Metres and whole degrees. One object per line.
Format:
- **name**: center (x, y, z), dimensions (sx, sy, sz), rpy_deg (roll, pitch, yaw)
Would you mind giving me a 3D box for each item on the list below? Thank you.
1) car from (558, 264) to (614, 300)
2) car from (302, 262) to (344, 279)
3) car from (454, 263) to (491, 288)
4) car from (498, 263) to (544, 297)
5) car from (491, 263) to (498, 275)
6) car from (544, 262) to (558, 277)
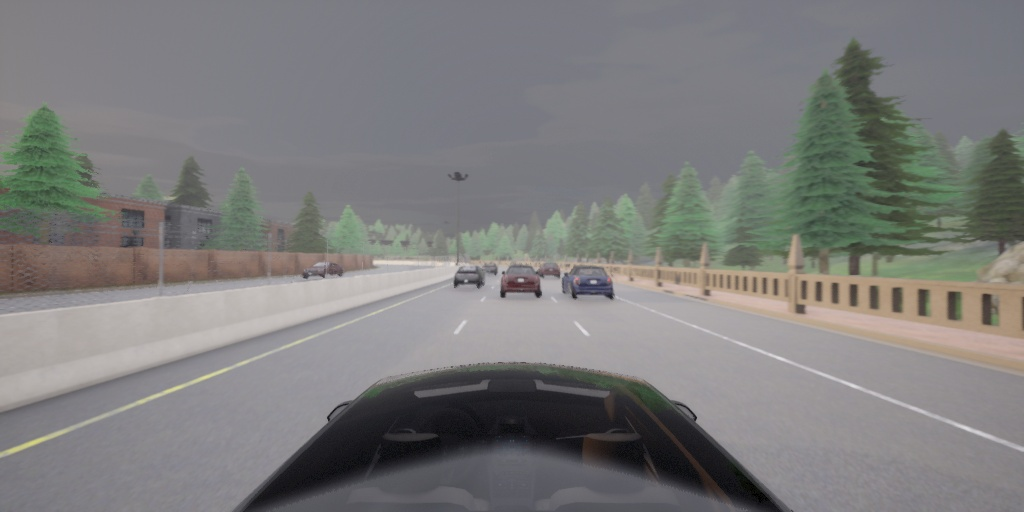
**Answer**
- **car**: center (3.968, 1.302, 19.476), dimensions (2.097, 1.767, 4.553), rpy_deg (0, -1, 1)
- **car**: center (-16.991, 1.244, 32.583), dimensions (1.812, 1.442, 4.674), rpy_deg (0, -1, 1)
- **car**: center (-2.965, 1.450, 25.806), dimensions (2.128, 1.511, 4.902), rpy_deg (0, 0, 1)
- **car**: center (0.477, 1.284, 20.404), dimensions (2.097, 1.767, 4.553), rpy_deg (0, -1, 1)
- **car**: center (-2.800, 1.646, 46.246), dimensions (2.128, 1.511, 4.902), rpy_deg (1, 0, -1)
- **car**: center (4.185, 1.503, 40.349), dimensions (2.097, 1.767, 4.553), rpy_deg (0, -1, 0)
